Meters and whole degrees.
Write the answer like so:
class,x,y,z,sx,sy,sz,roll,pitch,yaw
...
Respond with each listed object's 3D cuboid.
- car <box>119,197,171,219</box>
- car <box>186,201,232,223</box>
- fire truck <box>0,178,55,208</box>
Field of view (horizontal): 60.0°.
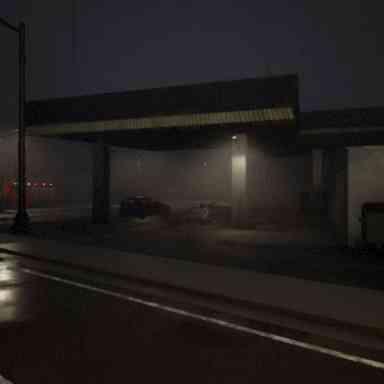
class,x,y,z,sx,sy,sz,roll,pitch,yaw
car,-3.724,1.238,27.132,2.242,1.667,4.611,0,0,37
car,1.349,1.416,24.332,1.970,1.475,3.806,0,0,37
fire truck,-22.408,0.202,43.439,2.891,3.827,8.468,0,0,36
